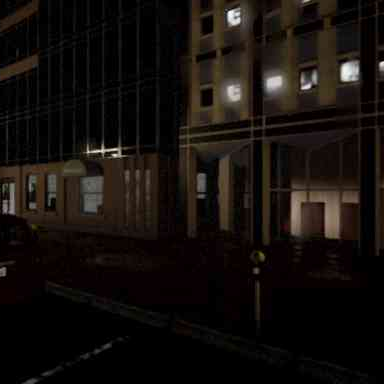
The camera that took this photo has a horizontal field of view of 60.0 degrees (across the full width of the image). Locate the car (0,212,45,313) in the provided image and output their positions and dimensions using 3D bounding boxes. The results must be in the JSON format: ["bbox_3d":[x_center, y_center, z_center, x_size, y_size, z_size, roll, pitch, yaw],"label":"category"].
[{"bbox_3d":[-4.830,1.271,6.320,5.009,1.841,2.192,0,0,35],"label":"car"}]
